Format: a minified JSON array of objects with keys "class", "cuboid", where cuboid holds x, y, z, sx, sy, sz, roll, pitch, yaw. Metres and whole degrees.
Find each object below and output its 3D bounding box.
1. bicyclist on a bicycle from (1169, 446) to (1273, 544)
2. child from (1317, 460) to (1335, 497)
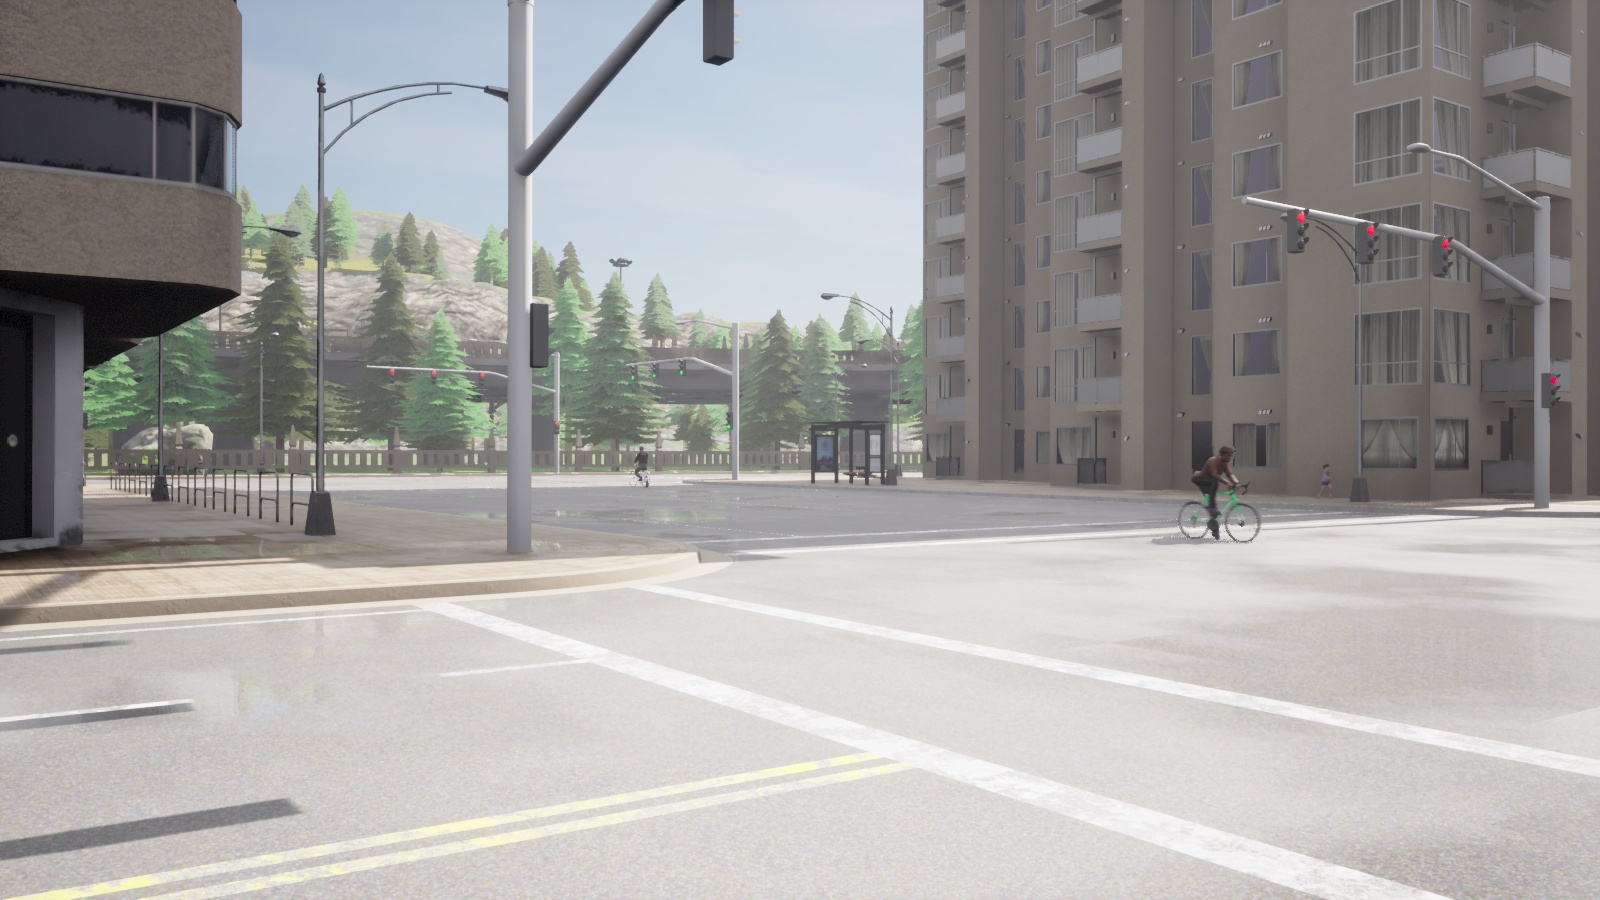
[{"class":"bicyclist on a bicycle","cuboid":[7.183,0.735,21.472,0.582,1.620,1.656,0,0,-35]},{"class":"child","cuboid":[15.657,0.842,37.383,0.255,1.110,0.394,0,0,-36]}]
